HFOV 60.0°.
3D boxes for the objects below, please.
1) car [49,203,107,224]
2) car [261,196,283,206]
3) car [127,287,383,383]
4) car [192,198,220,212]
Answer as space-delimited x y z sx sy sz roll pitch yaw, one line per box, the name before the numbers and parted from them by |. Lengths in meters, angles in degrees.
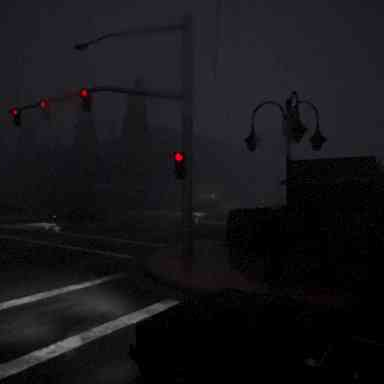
car | -8.558 1.556 25.168 1.994 1.385 4.181 0 0 37
car | 12.917 1.385 53.540 2.097 1.767 4.553 0 0 37
car | 1.608 1.601 2.913 4.718 1.301 1.895 0 0 38
car | 1.380 1.470 38.368 1.882 1.535 5.008 0 0 37
